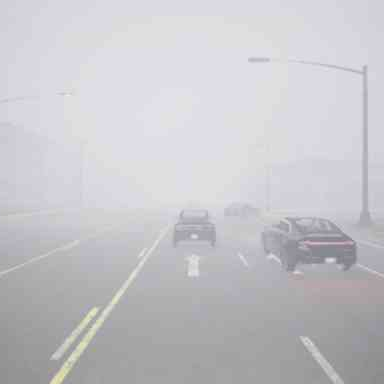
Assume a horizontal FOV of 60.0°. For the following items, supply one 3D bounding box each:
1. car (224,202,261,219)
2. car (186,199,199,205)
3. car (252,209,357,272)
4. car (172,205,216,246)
[{"bbox_3d":[4.780,1.665,30.645,2.033,1.411,5.357,0,0,32],"label":"car"},{"bbox_3d":[0.099,1.685,48.585,1.812,1.442,4.674,0,0,0],"label":"car"},{"bbox_3d":[3.601,1.563,11.061,2.128,1.511,4.902,0,0,0],"label":"car"},{"bbox_3d":[0.101,1.574,15.651,2.128,1.511,4.902,0,0,0],"label":"car"}]
